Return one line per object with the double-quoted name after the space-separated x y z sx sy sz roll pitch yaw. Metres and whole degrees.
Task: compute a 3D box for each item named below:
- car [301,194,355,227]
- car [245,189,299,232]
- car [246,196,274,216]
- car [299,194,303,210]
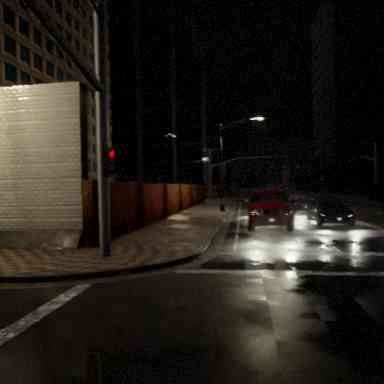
7.840 1.081 19.246 1.837 1.490 4.892 -1 1 9 "car"
4.116 0.893 18.072 2.150 2.045 5.566 -1 1 9 "car"
5.522 1.070 27.346 1.994 1.385 4.181 -1 1 8 "car"
9.248 0.902 28.537 2.128 1.511 4.902 -1 1 9 "car"
